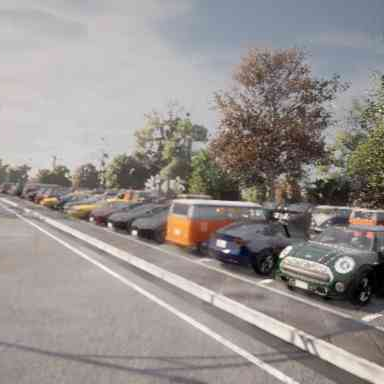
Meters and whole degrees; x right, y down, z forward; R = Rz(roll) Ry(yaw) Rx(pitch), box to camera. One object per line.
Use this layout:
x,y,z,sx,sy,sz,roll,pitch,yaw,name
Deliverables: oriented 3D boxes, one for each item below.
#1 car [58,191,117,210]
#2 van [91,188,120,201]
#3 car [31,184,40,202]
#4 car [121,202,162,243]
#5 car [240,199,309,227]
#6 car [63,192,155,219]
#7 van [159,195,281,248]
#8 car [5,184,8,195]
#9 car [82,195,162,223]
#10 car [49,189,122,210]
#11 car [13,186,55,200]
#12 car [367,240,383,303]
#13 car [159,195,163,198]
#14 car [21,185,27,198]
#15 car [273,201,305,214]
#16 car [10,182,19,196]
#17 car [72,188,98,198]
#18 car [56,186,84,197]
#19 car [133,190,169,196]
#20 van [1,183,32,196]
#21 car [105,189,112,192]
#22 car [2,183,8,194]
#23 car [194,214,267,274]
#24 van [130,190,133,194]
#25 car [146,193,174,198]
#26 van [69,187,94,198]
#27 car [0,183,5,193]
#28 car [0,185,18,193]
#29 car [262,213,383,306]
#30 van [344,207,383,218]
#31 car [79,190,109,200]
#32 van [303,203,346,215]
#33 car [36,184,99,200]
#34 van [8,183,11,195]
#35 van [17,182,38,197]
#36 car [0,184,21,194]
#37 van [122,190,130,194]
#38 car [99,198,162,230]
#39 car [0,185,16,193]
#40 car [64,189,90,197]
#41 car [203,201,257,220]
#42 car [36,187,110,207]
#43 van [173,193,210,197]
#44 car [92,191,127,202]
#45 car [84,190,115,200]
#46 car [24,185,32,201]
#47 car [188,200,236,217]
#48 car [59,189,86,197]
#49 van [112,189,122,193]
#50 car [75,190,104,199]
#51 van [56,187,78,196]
-6.916,1.034,24.765,4.892,1.521,2.231,4,0,-36,car
-15.416,0.445,59.384,4.442,1.987,1.878,4,-1,-36,van
-13.378,0.473,33.779,4.553,1.767,2.185,4,0,-36,car
-0.506,1.494,15.708,4.792,1.488,2.163,4,0,-36,car
6.963,1.762,27.757,5.566,2.045,2.435,4,0,-36,car
-5.461,1.127,22.395,5.366,1.575,1.946,4,0,-36,car
1.240,1.356,13.535,4.442,1.987,1.878,4,0,-36,van
-24.629,0.001,49.594,4.674,1.452,2.002,4,-1,-36,car
-3.726,1.277,20.226,4.792,1.488,2.163,4,0,-36,car
-8.536,0.925,27.017,4.892,1.521,2.231,4,0,-36,car
-21.377,0.120,45.087,4.792,1.488,2.163,4,-1,-36,car
5.955,1.908,6.686,4.892,1.521,2.231,4,0,-36,car
-1.070,1.514,39.042,4.674,1.452,2.002,4,0,-36,car
-16.582,0.424,38.317,4.674,1.452,2.002,4,0,-36,car
8.570,1.870,25.502,5.566,2.045,2.435,4,0,-36,car
-19.761,-0.082,42.850,5.566,2.045,2.435,4,0,-36,car
-21.982,0.282,68.312,4.553,1.767,2.185,4,-1,-36,car
-28.362,-0.087,77.359,5.566,2.045,2.435,4,-1,-36,car
-4.357,1.001,43.637,5.566,2.045,2.435,4,0,-36,car
-30.973,-0.512,58.699,4.442,1.987,1.878,4,-1,-36,van
-10.692,0.854,52.555,5.008,1.535,2.097,4,-1,-36,car
-26.269,-0.075,51.835,4.792,1.488,2.163,4,-1,-36,car
2.762,1.714,11.224,4.792,1.488,2.163,4,0,-36,car
-5.848,0.927,45.976,4.442,1.987,1.878,4,0,-36,van
-2.677,1.366,41.295,5.008,1.535,2.097,4,0,-36,car
-23.464,0.127,70.652,4.442,1.987,1.878,4,-1,-36,van
-29.464,-0.230,56.372,5.008,1.535,2.097,4,-1,-36,car
-40.752,-0.649,72.175,4.892,1.521,2.231,4,-1,-36,car
4.383,1.670,8.969,4.553,1.767,2.185,4,0,-36,car
11.898,2.120,21.079,4.442,1.987,1.878,4,0,-36,van
-18.748,0.536,63.817,5.008,1.535,2.097,4,-1,-36,car
10.102,1.998,23.197,4.442,1.987,1.878,4,0,-36,van
-11.768,0.581,31.520,4.553,1.767,2.185,4,0,-36,car
-23.097,-0.207,47.270,4.442,1.987,1.878,4,-1,-36,van
-18.271,0.043,40.507,4.442,1.987,1.878,4,0,-36,van
-37.498,-0.669,67.678,4.553,1.767,2.185,4,-1,-36,car
-7.382,0.824,48.128,4.442,1.987,1.878,4,0,-36,van
-2.116,1.385,17.967,4.792,1.488,2.163,4,0,-36,car
-42.517,-0.704,74.316,5.366,1.575,1.946,4,-1,-36,car
-25.188,0.282,72.832,4.892,1.521,2.231,4,-1,-36,car
3.750,1.798,32.278,5.008,1.535,2.097,4,0,-36,car
-10.291,0.803,29.171,5.366,1.575,1.946,4,0,-36,car
0.579,1.359,36.960,4.442,1.987,1.878,4,0,-36,van
-14.064,0.713,56.950,5.366,1.575,1.946,4,-1,-36,car
-17.139,0.600,61.562,4.892,1.521,2.231,4,-1,-36,car
-14.976,0.491,36.053,5.008,1.535,2.097,4,0,-36,car
2.075,1.726,34.638,4.674,1.452,2.002,4,0,-36,car
-26.941,0.206,74.979,5.366,1.575,1.946,4,-1,-36,car
-9.255,0.697,50.355,4.442,1.987,1.878,4,-1,-36,van
-20.431,0.469,66.173,5.008,1.535,2.097,4,-1,-36,car
-29.973,-0.106,79.764,4.442,1.987,1.878,4,-1,-36,van
